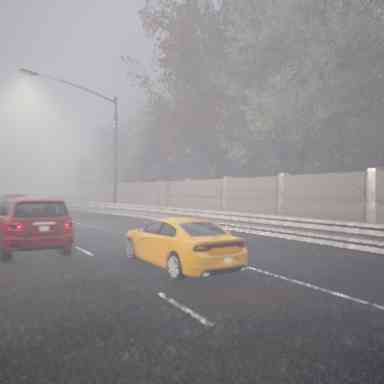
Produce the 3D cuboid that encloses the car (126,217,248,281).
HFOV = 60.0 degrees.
[{"bbox_3d":[-0.428,1.514,10.199,1.882,1.535,5.008,1,0,-32],"label":"car"}]

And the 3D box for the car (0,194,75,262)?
[{"bbox_3d":[-6.080,1.213,12.478,2.150,2.045,5.566,1,0,-35],"label":"car"}]
